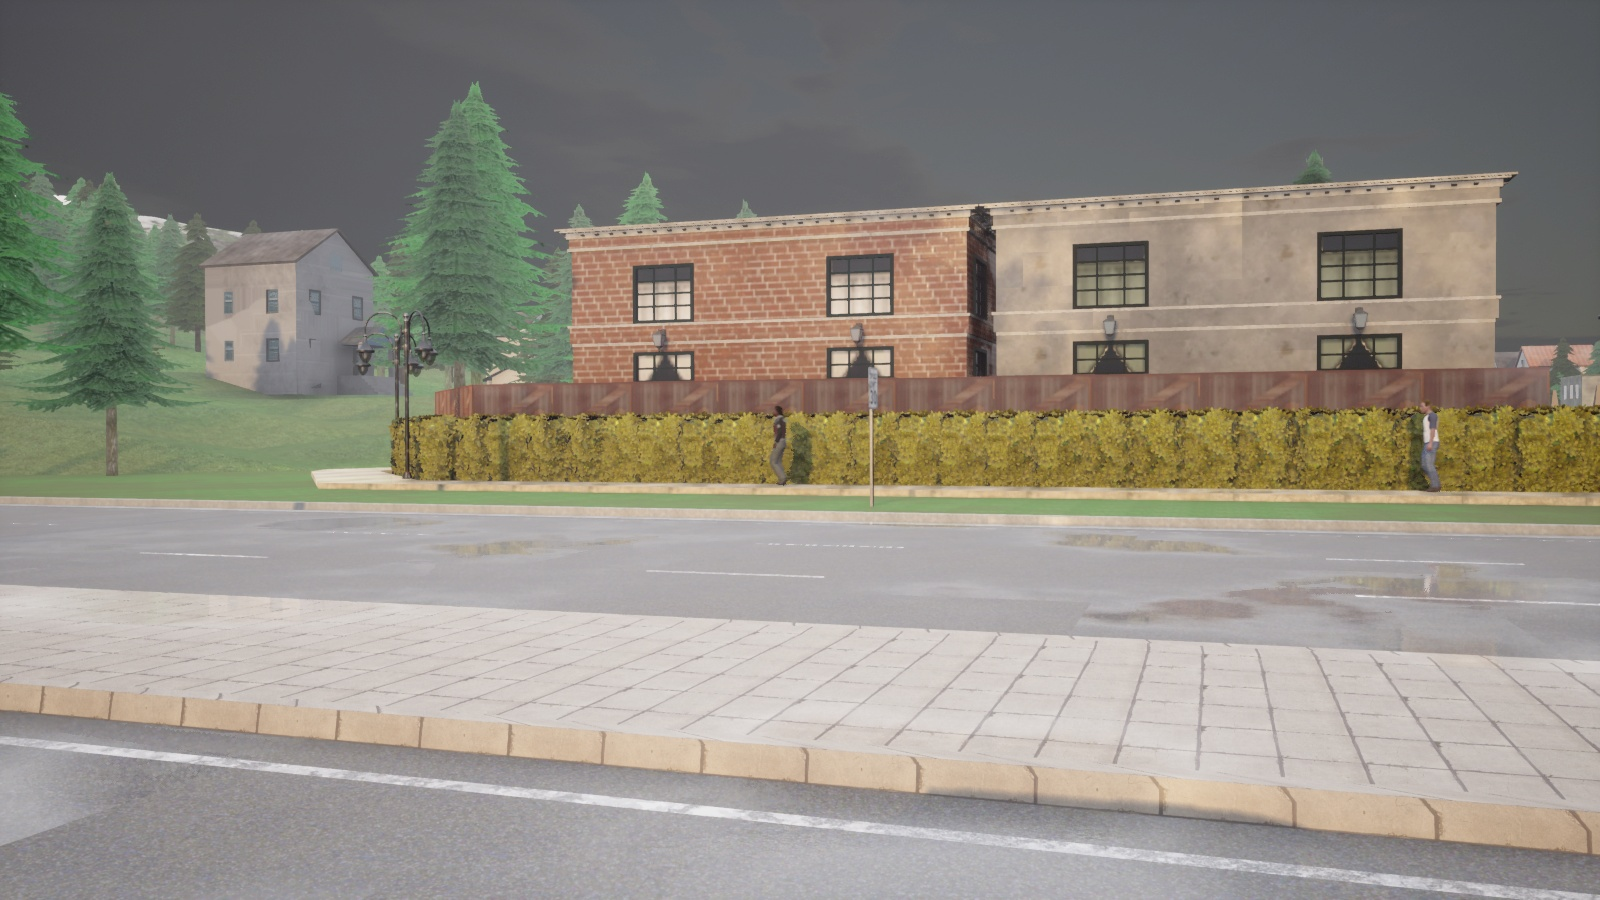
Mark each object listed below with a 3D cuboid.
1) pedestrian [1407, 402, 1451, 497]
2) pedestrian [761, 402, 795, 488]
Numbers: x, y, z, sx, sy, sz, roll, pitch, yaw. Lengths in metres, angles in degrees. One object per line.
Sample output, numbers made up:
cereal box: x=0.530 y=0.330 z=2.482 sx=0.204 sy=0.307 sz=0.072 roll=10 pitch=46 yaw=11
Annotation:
pedestrian: x=12.290 y=-0.015 z=24.538 sx=0.706 sy=1.836 sz=0.354 roll=0 pitch=1 yaw=16
pedestrian: x=-0.491 y=-0.123 z=28.539 sx=0.666 sy=1.930 sz=0.402 roll=1 pitch=1 yaw=19
